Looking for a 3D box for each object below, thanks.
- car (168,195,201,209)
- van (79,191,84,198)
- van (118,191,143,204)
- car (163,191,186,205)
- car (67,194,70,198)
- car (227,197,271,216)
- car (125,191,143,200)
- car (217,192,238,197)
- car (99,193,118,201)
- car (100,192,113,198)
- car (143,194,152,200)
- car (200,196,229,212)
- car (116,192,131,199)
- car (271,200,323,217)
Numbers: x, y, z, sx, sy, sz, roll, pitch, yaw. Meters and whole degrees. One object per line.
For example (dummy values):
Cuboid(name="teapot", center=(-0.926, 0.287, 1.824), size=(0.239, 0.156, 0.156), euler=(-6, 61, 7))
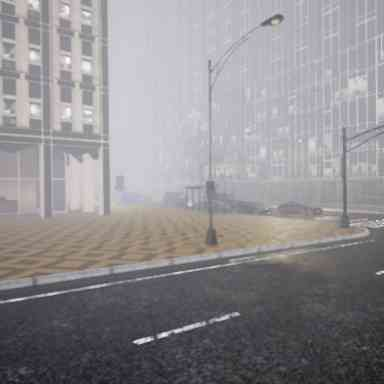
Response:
Cuboid(name="car", center=(-0.677, 1.377, 40.964), size=(1.947, 1.339, 4.313), euler=(0, 1, -34))
Cuboid(name="van", center=(-26.285, 0.727, 78.531), size=(1.690, 1.788, 3.998), euler=(0, 1, -34))
Cuboid(name="van", center=(-10.251, 0.996, 55.068), size=(1.690, 1.788, 3.998), euler=(0, 1, -34))
Cuboid(name="car", center=(-2.142, 0.938, 47.794), size=(2.150, 2.045, 5.566), euler=(-1, 1, -34))
Cuboid(name="car", center=(-29.491, 0.772, 83.224), size=(1.967, 1.590, 4.097), euler=(0, 1, -34))
Cuboid(name="car", center=(5.675, 1.481, 31.535), size=(1.947, 1.339, 4.313), euler=(0, 1, -34))
Cuboid(name="car", center=(-12.952, 0.694, 73.873), size=(2.192, 1.841, 5.009), euler=(0, 1, -34))
Cuboid(name="car", center=(3.895, 1.035, 38.941), size=(2.150, 2.045, 5.566), euler=(-1, 1, -34))
Cuboid(name="car", center=(-16.665, 1.098, 64.455), size=(2.008, 1.369, 4.403), euler=(0, 1, -34))
Cuboid(name="car", center=(-22.572, 0.768, 87.952), size=(2.008, 1.369, 4.403), euler=(0, 1, -34))
Cuboid(name="car", center=(-9.746, 1.015, 69.183), size=(1.802, 1.307, 4.206), euler=(0, 1, -34))
Cuboid(name="car", center=(2.482, 1.445, 36.239), size=(1.802, 1.307, 4.206), euler=(0, 1, -34))
Cuboid(name="car", center=(-16.159, 0.765, 78.566), size=(1.967, 1.590, 4.097), euler=(0, 1, -34))
Cuboid(name="car", center=(9.763, 1.471, 30.357), size=(1.994, 1.385, 4.181), euler=(-1, 1, -34))
